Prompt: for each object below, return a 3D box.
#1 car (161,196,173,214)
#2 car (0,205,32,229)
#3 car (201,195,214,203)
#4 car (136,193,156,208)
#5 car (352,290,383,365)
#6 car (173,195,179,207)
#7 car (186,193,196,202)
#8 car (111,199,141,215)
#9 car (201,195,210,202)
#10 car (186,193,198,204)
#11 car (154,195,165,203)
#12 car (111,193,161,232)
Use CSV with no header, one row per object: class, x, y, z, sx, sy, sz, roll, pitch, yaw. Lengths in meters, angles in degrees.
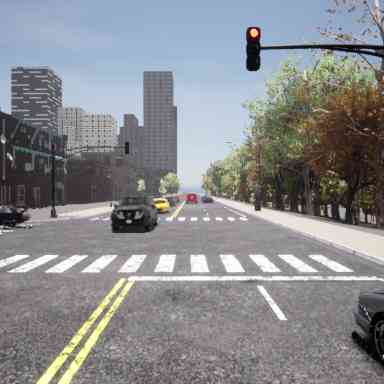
car,-3.418,1.467,35.627,1.882,1.535,5.008,0,0,0
car,-12.755,1.581,20.786,4.902,1.511,2.128,-2,1,-18
car,3.222,1.539,65.873,1.994,1.385,4.181,0,0,0
car,-6.699,1.205,49.060,2.150,2.045,5.566,0,0,0
car,3.345,1.547,2.555,2.033,1.411,5.357,0,0,0
car,-3.445,1.489,51.323,1.837,1.490,4.892,0,-1,0
car,-0.150,1.195,75.712,2.150,2.045,5.566,0,0,0
car,-6.667,1.481,34.358,2.128,1.511,4.902,0,0,0
car,3.101,1.447,75.901,1.882,1.535,5.008,0,0,0
car,-0.032,1.197,65.176,2.150,2.045,5.566,0,0,0
car,-6.644,1.452,68.114,1.882,1.535,5.008,0,0,0
car,-3.391,1.216,20.570,2.150,2.045,5.566,0,0,0
